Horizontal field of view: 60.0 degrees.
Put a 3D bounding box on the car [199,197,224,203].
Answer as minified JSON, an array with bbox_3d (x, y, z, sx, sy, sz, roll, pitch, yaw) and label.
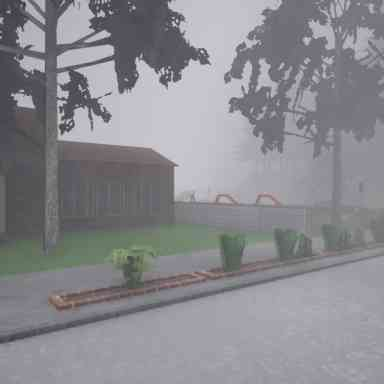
[{"bbox_3d":[2.711,1.526,48.449,1.812,1.442,4.674,0,0,-35],"label":"car"}]

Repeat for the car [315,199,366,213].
[{"bbox_3d":[14.243,1.504,32.199,1.837,1.490,4.892,0,0,-35],"label":"car"}]
